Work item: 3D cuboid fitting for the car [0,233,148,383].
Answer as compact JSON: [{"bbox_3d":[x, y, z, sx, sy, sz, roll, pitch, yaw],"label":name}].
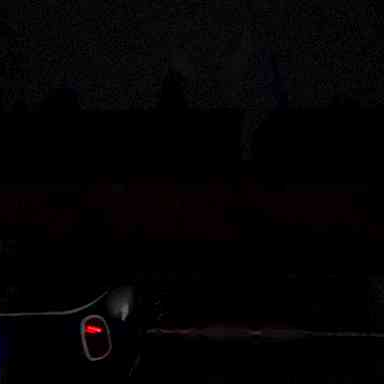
[{"bbox_3d":[-2.866,1.352,3.808,4.553,1.767,2.097,0,0,2],"label":"car"}]
